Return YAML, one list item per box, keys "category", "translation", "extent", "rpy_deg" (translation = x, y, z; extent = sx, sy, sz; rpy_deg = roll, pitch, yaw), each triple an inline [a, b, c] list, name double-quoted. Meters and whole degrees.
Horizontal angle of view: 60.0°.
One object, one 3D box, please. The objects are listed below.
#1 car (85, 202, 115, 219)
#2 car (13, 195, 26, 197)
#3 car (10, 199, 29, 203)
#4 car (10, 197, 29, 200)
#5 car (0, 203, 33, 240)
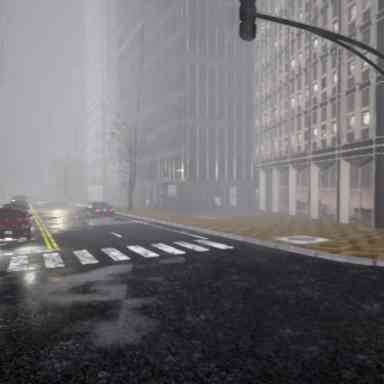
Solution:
- category: "car"
  translation: [-8.419, 1.582, 30.066]
  extent: [2.033, 1.411, 5.357]
  rpy_deg: [-1, 0, -27]
- category: "car"
  translation: [-24.961, 1.483, 48.201]
  extent: [2.150, 2.045, 5.566]
  rpy_deg: [-1, 0, -27]
- category: "car"
  translation: [-13.785, 1.618, 25.868]
  extent: [1.882, 1.535, 5.008]
  rpy_deg: [-1, 0, -27]
- category: "car"
  translation: [-18.216, 1.667, 34.669]
  extent: [1.882, 1.535, 5.008]
  rpy_deg: [-1, 0, -27]
- category: "car"
  translation: [-9.421, 1.571, 17.195]
  extent: [1.882, 1.535, 5.008]
  rpy_deg: [-1, 0, -28]
